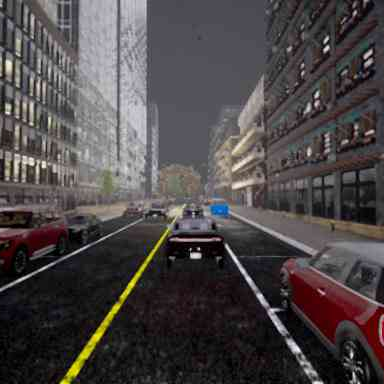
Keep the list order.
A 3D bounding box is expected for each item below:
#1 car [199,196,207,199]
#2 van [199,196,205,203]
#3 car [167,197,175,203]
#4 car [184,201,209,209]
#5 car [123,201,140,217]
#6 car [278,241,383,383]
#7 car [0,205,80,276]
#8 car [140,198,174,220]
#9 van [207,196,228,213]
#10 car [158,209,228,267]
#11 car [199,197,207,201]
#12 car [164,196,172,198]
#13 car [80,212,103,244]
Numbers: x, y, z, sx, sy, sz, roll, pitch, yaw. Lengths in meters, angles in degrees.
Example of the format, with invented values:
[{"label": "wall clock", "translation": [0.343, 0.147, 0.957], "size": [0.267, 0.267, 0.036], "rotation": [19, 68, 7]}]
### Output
[{"label": "car", "translation": [2.686, 1.797, 67.395], "size": [2.192, 1.841, 5.009], "rotation": [1, 0, 0]}, {"label": "van", "translation": [2.680, 1.985, 90.023], "size": [1.690, 1.788, 3.998], "rotation": [1, 0, 0]}, {"label": "car", "translation": [-5.675, 2.168, 89.843], "size": [1.752, 1.417, 4.829], "rotation": [1, 0, 0]}, {"label": "car", "translation": [0.093, 1.752, 28.535], "size": [2.033, 1.411, 5.357], "rotation": [0, 0, 0]}, {"label": "car", "translation": [-5.686, 1.679, 33.441], "size": [1.967, 1.590, 4.097], "rotation": [1, 0, 0]}, {"label": "car", "translation": [2.701, 1.478, 5.164], "size": [1.967, 1.590, 4.097], "rotation": [1, 0, 0]}, {"label": "car", "translation": [-5.678, 1.393, 10.813], "size": [2.192, 1.841, 5.009], "rotation": [1, 0, 0]}, {"label": "car", "translation": [-3.009, 1.558, 29.728], "size": [2.033, 1.411, 5.357], "rotation": [0, 0, 0]}, {"label": "van", "translation": [2.695, 1.580, 33.451], "size": [1.690, 1.788, 3.998], "rotation": [1, 0, 0]}, {"label": "car", "translation": [0.097, 1.577, 11.728], "size": [2.128, 1.511, 4.902], "rotation": [0, 0, 0]}, {"label": "car", "translation": [2.686, 1.951, 56.077], "size": [2.008, 1.369, 4.403], "rotation": [1, 0, 0]}, {"label": "car", "translation": [-5.704, 1.878, 78.699], "size": [2.192, 1.841, 5.009], "rotation": [1, 0, 0]}, {"label": "car", "translation": [-5.684, 1.684, 16.469], "size": [1.947, 1.339, 4.313], "rotation": [1, 0, 0]}]
